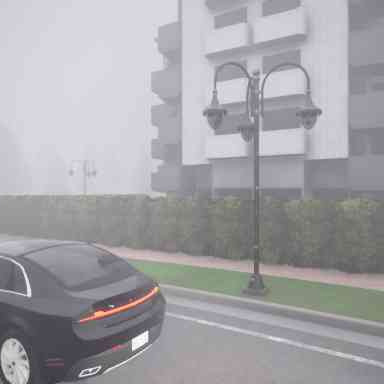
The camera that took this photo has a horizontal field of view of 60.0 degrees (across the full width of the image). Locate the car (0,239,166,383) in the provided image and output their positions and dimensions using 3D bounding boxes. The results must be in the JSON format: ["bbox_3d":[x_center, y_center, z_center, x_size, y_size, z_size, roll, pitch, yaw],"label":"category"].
[{"bbox_3d":[-2.698,1.505,5.157,4.892,1.490,1.837,0,0,31],"label":"car"}]
